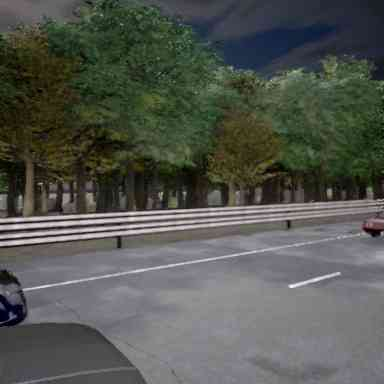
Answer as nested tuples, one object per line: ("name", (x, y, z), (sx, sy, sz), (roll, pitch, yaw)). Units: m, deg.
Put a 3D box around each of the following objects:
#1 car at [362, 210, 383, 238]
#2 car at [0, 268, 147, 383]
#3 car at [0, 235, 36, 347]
("car", (9.772, 1.406, 15.020), (4.718, 1.301, 1.895), (-1, 0, -36))
("car", (-2.831, 1.564, 1.726), (5.357, 1.411, 2.033), (-1, 0, -36))
("car", (-4.681, 1.579, 4.707), (4.181, 1.385, 1.994), (-1, 0, -36))
